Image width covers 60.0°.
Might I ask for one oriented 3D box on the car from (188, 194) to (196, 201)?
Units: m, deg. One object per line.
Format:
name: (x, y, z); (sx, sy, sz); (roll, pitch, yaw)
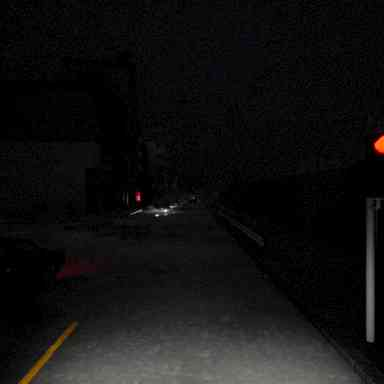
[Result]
car: (0.044, 1.310, 76.733); (1.882, 1.535, 5.008); (0, 0, 0)

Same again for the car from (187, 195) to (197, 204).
car: (0.040, 1.491, 66.313); (2.128, 1.511, 4.902); (0, 0, 0)

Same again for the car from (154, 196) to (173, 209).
car: (-4.066, 1.564, 45.730); (1.994, 1.385, 4.181); (0, 0, 0)

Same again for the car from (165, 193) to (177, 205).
car: (-4.052, 1.352, 55.461); (2.097, 1.767, 4.553); (0, 0, 0)

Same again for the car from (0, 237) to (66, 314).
car: (-4.094, 1.601, 6.135); (1.895, 1.301, 4.718); (0, 0, 0)
